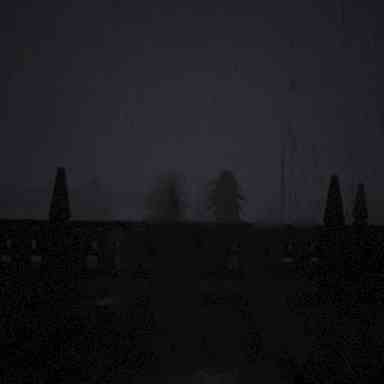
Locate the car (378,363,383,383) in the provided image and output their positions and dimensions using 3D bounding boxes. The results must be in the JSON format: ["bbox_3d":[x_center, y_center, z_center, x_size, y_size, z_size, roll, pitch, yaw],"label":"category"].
[{"bbox_3d":[4.228,1.670,2.884,4.892,1.490,1.837,1,-1,-4],"label":"car"}]
